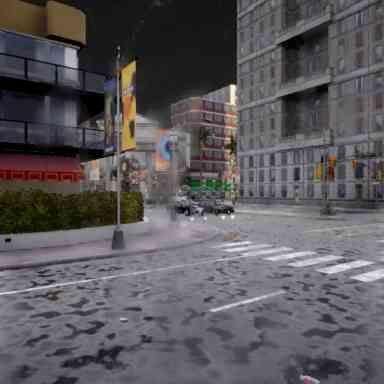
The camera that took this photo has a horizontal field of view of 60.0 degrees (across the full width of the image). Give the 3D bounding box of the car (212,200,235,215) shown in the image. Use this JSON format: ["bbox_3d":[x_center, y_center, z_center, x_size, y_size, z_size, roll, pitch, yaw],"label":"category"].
[{"bbox_3d":[2.028,1.547,34.440,2.033,1.411,5.357,0,0,-35],"label":"car"}]

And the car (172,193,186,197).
[{"bbox_3d":[-2.557,1.221,62.268,2.150,2.045,5.566,0,0,-15],"label":"car"}]

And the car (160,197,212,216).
[{"bbox_3d":[-0.657,1.491,32.176,2.128,1.511,4.902,0,0,-35],"label":"car"}]

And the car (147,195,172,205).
[{"bbox_3d":[-6.270,1.505,59.585,1.837,1.490,4.892,0,0,-44],"label":"car"}]
